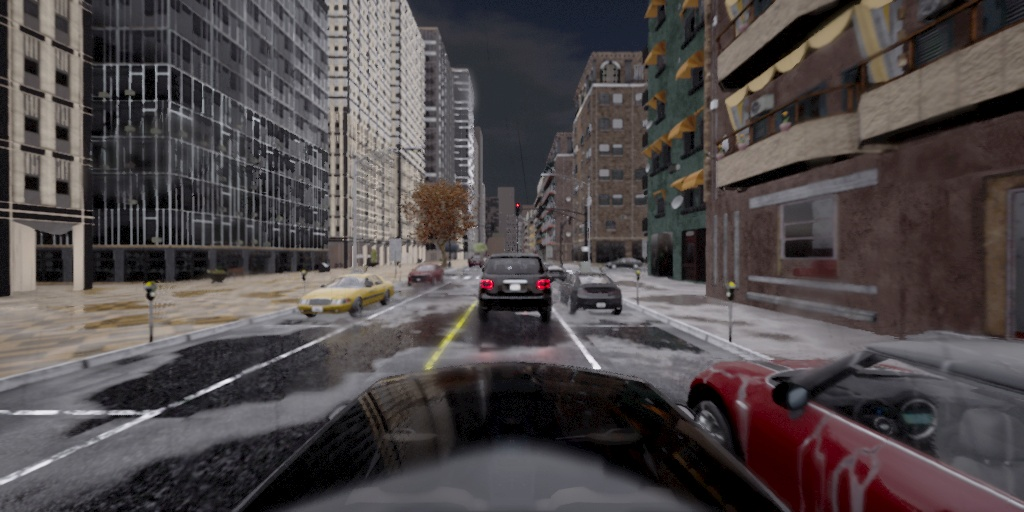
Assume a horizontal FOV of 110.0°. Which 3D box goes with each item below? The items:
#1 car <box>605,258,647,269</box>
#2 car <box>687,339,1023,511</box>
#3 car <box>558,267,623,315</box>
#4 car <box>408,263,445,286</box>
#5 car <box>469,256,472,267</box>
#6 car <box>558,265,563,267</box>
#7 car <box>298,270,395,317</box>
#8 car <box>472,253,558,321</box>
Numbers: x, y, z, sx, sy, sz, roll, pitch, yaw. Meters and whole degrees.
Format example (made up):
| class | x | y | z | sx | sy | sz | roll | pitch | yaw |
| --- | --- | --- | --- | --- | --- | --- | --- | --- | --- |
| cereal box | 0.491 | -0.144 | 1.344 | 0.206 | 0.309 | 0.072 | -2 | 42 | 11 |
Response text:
| class | x | y | z | sx | sy | sz | roll | pitch | yaw |
| --- | --- | --- | --- | --- | --- | --- | --- | --- | --- |
| car | 13.484 | 0.899 | 43.506 | 4.403 | 1.370 | 2.007 | 0 | 0 | 0 |
| car | 2.687 | 1.188 | 1.974 | 1.967 | 1.591 | 4.097 | 0 | 0 | 0 |
| car | 2.701 | 1.244 | 13.038 | 2.007 | 1.370 | 4.403 | 0 | 0 | 0 |
| car | -5.666 | 1.187 | 24.114 | 1.888 | 1.381 | 4.507 | 0 | 0 | 0 |
| car | -5.627 | 0.823 | 56.501 | 2.192 | 1.841 | 5.009 | 0 | 0 | 0 |
| car | 2.714 | 1.193 | 24.104 | 2.007 | 1.370 | 4.403 | 0 | 0 | 0 |
| car | -5.679 | 1.219 | 12.879 | 1.751 | 1.417 | 4.829 | 0 | 0 | 0 |
| car | 0.101 | 0.919 | 12.312 | 2.150 | 2.045 | 5.566 | 0 | 0 | 0 |
